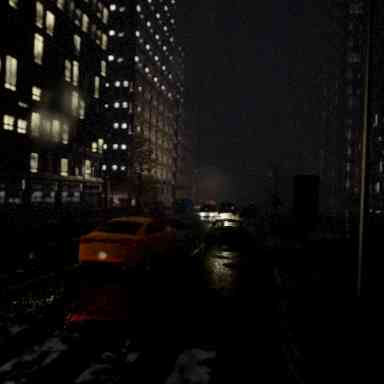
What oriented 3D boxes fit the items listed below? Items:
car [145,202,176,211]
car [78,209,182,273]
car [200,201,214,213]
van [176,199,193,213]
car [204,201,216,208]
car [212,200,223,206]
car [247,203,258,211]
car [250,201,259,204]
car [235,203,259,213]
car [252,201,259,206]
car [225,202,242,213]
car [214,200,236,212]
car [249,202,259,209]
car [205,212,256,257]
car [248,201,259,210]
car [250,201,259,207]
[{"bbox_3d":[-3.271,1.684,32.519,1.967,1.590,4.097,2,-1,12],"label":"car"},{"bbox_3d":[-1.872,1.572,11.219,1.882,1.535,5.008,2,-1,12],"label":"car"},{"bbox_3d":[2.340,2.155,46.321,1.994,1.385,4.181,2,-1,12],"label":"car"},{"bbox_3d":[-0.979,1.778,43.567,1.690,1.788,3.998,2,-1,12],"label":"van"},{"bbox_3d":[3.595,2.402,65.656,1.802,1.307,4.206,2,-1,12],"label":"car"},{"bbox_3d":[5.884,2.578,76.702,1.947,1.339,4.313,2,-1,12],"label":"car"},{"bbox_3d":[10.649,2.608,58.426,1.802,1.307,4.206,2,-1,12],"label":"car"},{"bbox_3d":[9.504,2.496,52.902,1.947,1.339,4.313,2,-1,12],"label":"car"},{"bbox_3d":[6.069,2.208,36.328,1.947,1.339,4.313,2,-1,12],"label":"car"},{"bbox_3d":[17.522,3.144,91.573,1.887,1.381,4.507,2,-1,12],"label":"car"},{"bbox_3d":[6.472,2.347,51.475,2.033,1.411,5.357,2,-1,12],"label":"car"},{"bbox_3d":[4.500,1.983,41.666,2.097,1.767,4.553,2,-1,12],"label":"car"},{"bbox_3d":[12.940,2.784,69.475,1.947,1.339,4.313,2,-1,12],"label":"car"},{"bbox_3d":[1.615,1.809,14.207,2.008,1.369,4.403,2,-1,12],"label":"car"},{"bbox_3d":[11.798,2.562,63.952,1.967,1.590,4.097,2,-1,12],"label":"car"},{"bbox_3d":[15.231,2.975,80.524,1.947,1.339,4.313,2,-1,12],"label":"car"}]
